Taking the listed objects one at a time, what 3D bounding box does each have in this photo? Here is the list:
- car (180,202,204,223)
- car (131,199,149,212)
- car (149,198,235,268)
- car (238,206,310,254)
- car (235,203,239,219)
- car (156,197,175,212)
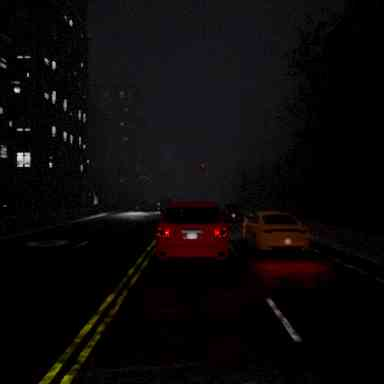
[{"bbox_3d":[0.041,1.632,27.698,1.837,1.490,4.892,0,0,1],"label":"car"},{"bbox_3d":[-6.550,1.690,42.494,2.128,1.511,4.902,0,0,1],"label":"car"},{"bbox_3d":[0.028,1.275,11.592,2.150,2.045,5.566,0,0,1],"label":"car"},{"bbox_3d":[3.302,1.539,13.875,1.882,1.535,5.008,0,0,0],"label":"car"},{"bbox_3d":[3.299,1.654,28.341,1.812,1.442,4.674,0,0,1],"label":"car"},{"bbox_3d":[-3.299,1.550,42.555,2.097,1.767,4.553,0,0,1],"label":"car"}]
